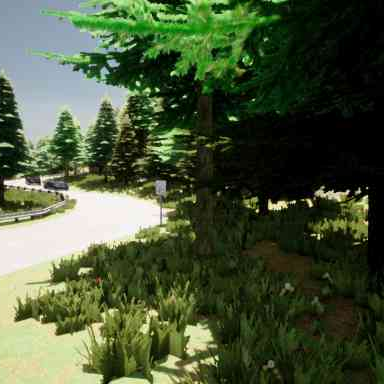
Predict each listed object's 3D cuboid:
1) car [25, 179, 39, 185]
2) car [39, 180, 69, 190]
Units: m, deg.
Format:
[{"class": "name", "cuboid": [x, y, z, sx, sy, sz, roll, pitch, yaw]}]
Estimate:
[{"class": "car", "cuboid": [-25.510, -1.912, 53.400, 1.837, 1.490, 4.892, 0, 5, -34]}, {"class": "car", "cuboid": [-18.881, -0.986, 46.136, 4.181, 1.385, 1.994, 6, 4, 39]}]
